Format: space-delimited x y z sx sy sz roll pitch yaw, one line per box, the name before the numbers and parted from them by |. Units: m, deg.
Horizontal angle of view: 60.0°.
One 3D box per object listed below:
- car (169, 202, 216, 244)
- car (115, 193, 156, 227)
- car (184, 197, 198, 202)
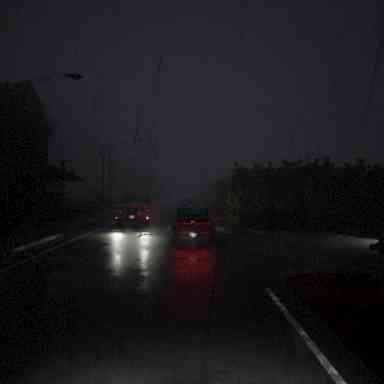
car | 0.027 1.415 15.365 1.837 1.490 4.892 0 0 0
car | -3.638 1.094 22.310 2.150 2.045 5.566 0 0 -2
car | -0.116 1.351 43.256 1.895 1.301 4.718 0 0 0
